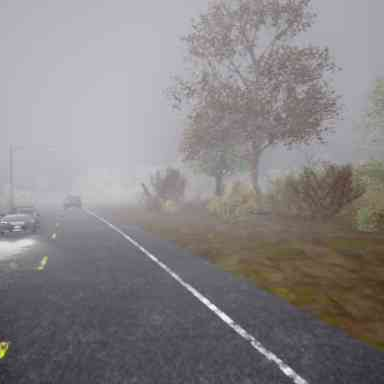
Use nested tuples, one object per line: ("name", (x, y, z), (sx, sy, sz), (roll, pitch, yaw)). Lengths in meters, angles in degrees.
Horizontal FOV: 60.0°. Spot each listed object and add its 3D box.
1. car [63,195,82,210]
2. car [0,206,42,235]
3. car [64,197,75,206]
("car", (-16.588, 1.433, 46.373), (2.150, 2.045, 5.566), (-1, 0, -22))
("car", (-10.281, 1.639, 20.243), (2.128, 1.511, 4.902), (-1, 0, -21))
("car", (-23.033, 1.746, 62.415), (1.882, 1.535, 5.008), (-1, 0, -21))
